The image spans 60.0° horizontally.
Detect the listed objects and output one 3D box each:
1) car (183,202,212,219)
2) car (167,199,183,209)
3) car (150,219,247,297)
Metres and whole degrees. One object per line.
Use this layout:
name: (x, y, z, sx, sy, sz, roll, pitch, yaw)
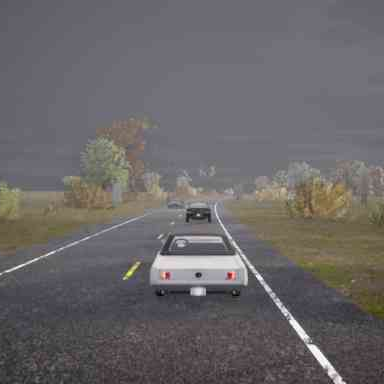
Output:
car: (0.545, 1.491, 26.205, 1.882, 1.535, 5.008, 0, 0, 2)
car: (-2.136, 1.583, 45.457, 1.994, 1.385, 4.181, 0, 0, 4)
car: (0.136, 1.606, 8.558, 1.895, 1.301, 4.718, 0, 0, 0)
